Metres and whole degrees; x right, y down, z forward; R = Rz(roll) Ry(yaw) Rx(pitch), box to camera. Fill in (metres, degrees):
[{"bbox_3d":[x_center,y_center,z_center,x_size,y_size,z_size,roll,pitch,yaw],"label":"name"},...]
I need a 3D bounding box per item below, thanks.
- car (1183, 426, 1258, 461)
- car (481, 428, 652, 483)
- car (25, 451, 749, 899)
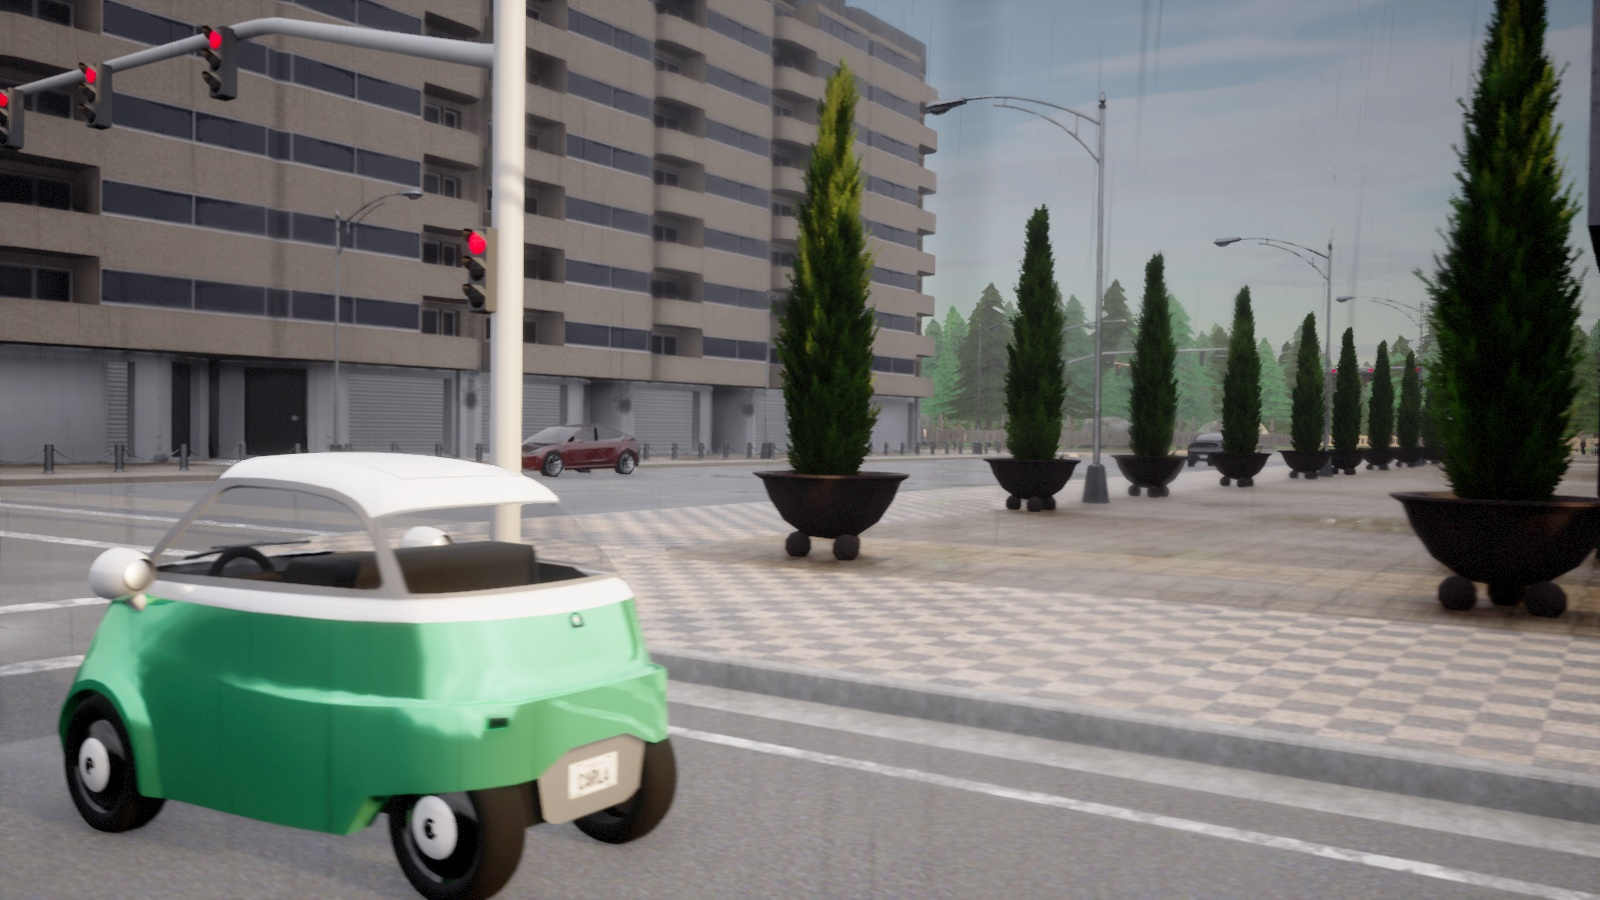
[{"bbox_3d":[18.497,-0.313,55.112,1.837,1.490,4.892,0,1,34],"label":"car"},{"bbox_3d":[-6.714,0.109,36.615,2.163,1.488,4.792,0,1,34],"label":"car"},{"bbox_3d":[-1.517,0.718,4.632,2.207,1.376,1.481,1,1,34],"label":"car"}]
